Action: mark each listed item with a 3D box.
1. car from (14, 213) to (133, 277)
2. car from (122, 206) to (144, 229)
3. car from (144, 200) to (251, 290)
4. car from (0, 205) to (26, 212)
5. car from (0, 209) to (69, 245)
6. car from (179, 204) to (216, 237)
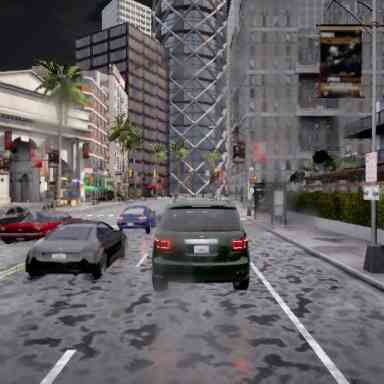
[{"bbox_3d":[-3.280,1.563,10.228,1.994,1.385,4.181,0,0,0],"label":"car"},{"bbox_3d":[-3.183,1.526,19.681,1.812,1.442,4.674,0,0,1],"label":"car"},{"bbox_3d":[0.200,1.221,9.221,2.150,2.045,5.566,0,0,0],"label":"car"},{"bbox_3d":[-10.370,1.507,18.029,1.837,1.490,4.892,0,-1,1],"label":"car"},{"bbox_3d":[-6.911,1.601,15.649,1.895,1.301,4.718,0,0,1],"label":"car"},{"bbox_3d":[0.301,1.505,19.082,1.837,1.490,4.892,0,0,1],"label":"car"}]
